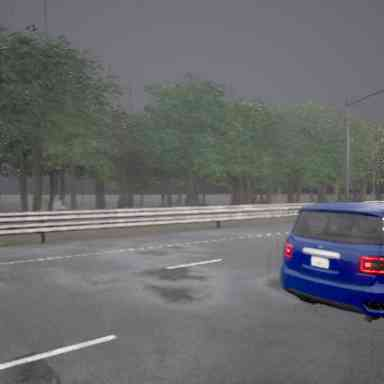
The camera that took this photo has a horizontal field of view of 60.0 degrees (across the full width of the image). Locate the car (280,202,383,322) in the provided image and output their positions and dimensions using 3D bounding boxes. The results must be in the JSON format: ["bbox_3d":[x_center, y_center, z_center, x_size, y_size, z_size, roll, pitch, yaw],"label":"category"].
[{"bbox_3d":[4.237,1.222,6.898,5.566,2.045,2.150,0,0,-36],"label":"car"}]
